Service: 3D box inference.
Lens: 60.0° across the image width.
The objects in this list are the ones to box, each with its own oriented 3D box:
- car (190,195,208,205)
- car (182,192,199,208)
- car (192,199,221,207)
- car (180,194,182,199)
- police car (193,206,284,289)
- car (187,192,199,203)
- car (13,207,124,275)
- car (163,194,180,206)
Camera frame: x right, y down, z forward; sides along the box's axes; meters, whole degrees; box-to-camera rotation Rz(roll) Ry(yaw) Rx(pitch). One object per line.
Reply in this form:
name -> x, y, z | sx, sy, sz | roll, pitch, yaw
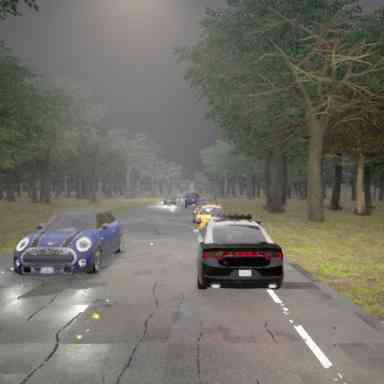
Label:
car -> 1.102, 1.313, 25.110 | 2.097, 1.767, 4.553 | 0, 0, 0
car -> 0.109, 1.106, 45.873 | 2.150, 2.045, 5.566 | 0, 0, 0
car -> 1.090, 1.431, 19.328 | 1.801, 1.575, 5.366 | 0, 0, 0
car -> -3.321, 1.184, 86.938 | 1.812, 1.442, 4.674 | 0, 0, 0
police car -> 1.069, 1.418, 9.246 | 1.930, 1.638, 5.238 | 0, 0, 0
car -> 0.133, 1.010, 64.143 | 2.150, 2.045, 5.566 | 0, 0, 0
car -> -3.578, 1.343, 10.469 | 2.097, 1.767, 4.553 | 0, 0, 0
car -> -3.484, 1.343, 52.546 | 2.128, 1.511, 4.902 | 0, 0, 0
